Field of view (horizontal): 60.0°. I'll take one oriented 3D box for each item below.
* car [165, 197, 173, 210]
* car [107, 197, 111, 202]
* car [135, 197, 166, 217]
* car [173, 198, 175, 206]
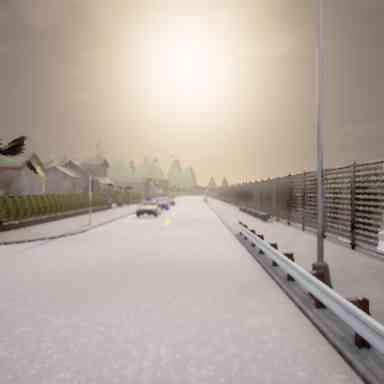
[{"bbox_3d":[-3.710,1.371,40.153,1.882,1.535,5.008,0,0,1],"label":"car"},{"bbox_3d":[-14.124,1.059,50.135,3.633,1.501,1.845,0,0,-2],"label":"car"},{"bbox_3d":[-3.827,1.469,30.309,2.033,1.411,5.357,0,0,1],"label":"car"},{"bbox_3d":[-3.560,1.430,50.156,1.994,1.385,4.181,0,0,0],"label":"car"}]
